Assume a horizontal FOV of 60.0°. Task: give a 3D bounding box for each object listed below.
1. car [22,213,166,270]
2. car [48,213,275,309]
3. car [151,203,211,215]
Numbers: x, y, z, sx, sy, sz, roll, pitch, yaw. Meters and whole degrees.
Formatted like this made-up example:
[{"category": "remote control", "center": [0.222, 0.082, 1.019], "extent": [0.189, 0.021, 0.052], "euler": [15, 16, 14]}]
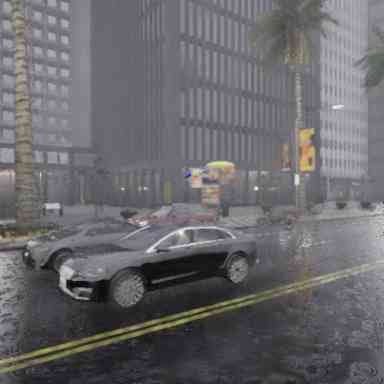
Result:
[{"category": "car", "center": [-3.006, 1.559, 10.492], "extent": [4.181, 1.385, 1.994], "euler": [0, 0, -36]}, {"category": "car", "center": [-0.540, 1.484, 7.957], "extent": [4.902, 1.511, 2.128], "euler": [0, 0, -36]}, {"category": "car", "center": [-1.000, 1.340, 15.656], "extent": [4.553, 1.767, 2.185], "euler": [0, 0, -36]}]
